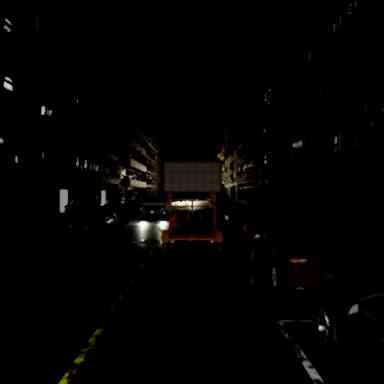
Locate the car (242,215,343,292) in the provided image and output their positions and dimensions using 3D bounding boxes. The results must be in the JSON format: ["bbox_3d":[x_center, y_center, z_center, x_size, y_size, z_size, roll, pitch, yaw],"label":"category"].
[{"bbox_3d":[2.690,1.538,8.777,1.887,1.381,4.507,0,0,0],"label":"car"}]

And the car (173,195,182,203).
[{"bbox_3d":[-3.013,1.492,68.710,2.033,1.411,5.357,0,0,0],"label":"car"}]

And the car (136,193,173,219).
[{"bbox_3d":[-3.105,1.193,28.723,2.150,2.045,5.566,0,0,0],"label":"car"}]

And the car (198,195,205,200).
[{"bbox_3d":[2.675,1.439,93.323,1.887,1.381,4.507,0,0,0],"label":"car"}]

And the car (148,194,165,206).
[{"bbox_3d":[-5.698,1.261,53.871,2.192,1.841,5.009,0,0,0],"label":"car"}]

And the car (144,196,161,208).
[{"bbox_3d":[-5.698,1.392,48.235,1.967,1.590,4.097,0,0,0],"label":"car"}]

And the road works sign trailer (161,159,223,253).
[{"bbox_3d":[0.012,0.453,13.562,2.380,3.560,2.880,0,0,0],"label":"road works sign trailer"}]

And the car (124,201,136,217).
[{"bbox_3d":[-5.695,1.497,31.154,1.752,1.417,4.829,0,0,0],"label":"car"}]

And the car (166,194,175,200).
[{"bbox_3d":[-5.704,1.342,87.688,1.967,1.590,4.097,0,0,0],"label":"car"}]

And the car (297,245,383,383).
[{"bbox_3d":[2.690,1.564,3.141,1.947,1.339,4.313,0,0,0],"label":"car"}]

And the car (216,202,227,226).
[{"bbox_3d":[2.688,1.534,20.049,2.008,1.369,4.403,0,0,0],"label":"car"}]

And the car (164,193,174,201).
[{"bbox_3d":[-5.702,1.225,82.053,2.192,1.841,5.009,0,0,0],"label":"car"}]

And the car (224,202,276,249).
[{"bbox_3d":[2.689,1.428,14.414,1.967,1.590,4.097,0,0,0],"label":"car"}]

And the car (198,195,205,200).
[{"bbox_3d":[2.677,1.434,82.220,1.752,1.417,4.829,0,0,0],"label":"car"}]

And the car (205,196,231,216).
[{"bbox_3d":[2.687,1.286,31.323,2.192,1.841,5.009,0,0,0],"label":"car"}]

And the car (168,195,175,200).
[{"bbox_3d":[-5.705,1.439,93.326,1.887,1.381,4.507,0,0,0],"label":"car"}]

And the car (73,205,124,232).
[{"bbox_3d":[-5.693,1.549,20.051,1.947,1.339,4.313,0,0,0],"label":"car"}]
